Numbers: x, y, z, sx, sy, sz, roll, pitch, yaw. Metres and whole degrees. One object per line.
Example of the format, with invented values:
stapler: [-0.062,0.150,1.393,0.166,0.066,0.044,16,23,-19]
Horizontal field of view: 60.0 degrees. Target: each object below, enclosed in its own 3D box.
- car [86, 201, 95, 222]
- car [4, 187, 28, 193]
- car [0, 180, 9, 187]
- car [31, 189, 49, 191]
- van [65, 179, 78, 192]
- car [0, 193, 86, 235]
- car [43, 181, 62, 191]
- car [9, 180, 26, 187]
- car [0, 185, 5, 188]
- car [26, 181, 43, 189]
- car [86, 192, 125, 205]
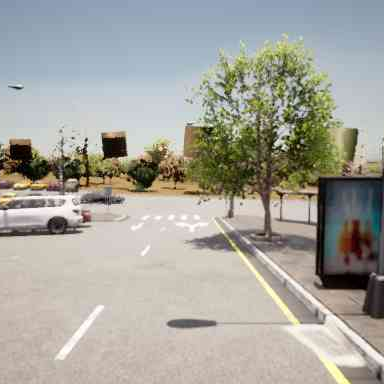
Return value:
car: [-8.721,1.524,20.802,4.674,1.452,2.002,-1,0,-19]
car: [-20.805,0.765,38.218,1.946,1.575,5.366,0,6,-14]
car: [-32.125,-1.354,57.669,2.002,1.452,4.674,1,5,-13]
car: [-17.818,0.956,37.576,2.163,1.488,4.792,0,6,-15]
van: [-20.327,-1.128,56.202,1.878,1.987,4.442,1,5,-14]
car: [-8.776,1.233,17.769,5.566,2.045,2.435,-1,0,-19]
car: [-23.296,-1.153,56.596,2.185,1.767,4.553,0,5,-13]
car: [-29.140,-1.259,57.130,1.946,1.575,5.366,1,5,-13]
car: [-23.751,0.550,38.304,2.185,1.767,4.553,0,6,-14]
car: [-26.290,-1.170,57.145,1.946,1.575,5.366,0,5,-13]
car: [-11.215,0.697,41.916,5.357,1.411,2.033,2,5,6]
